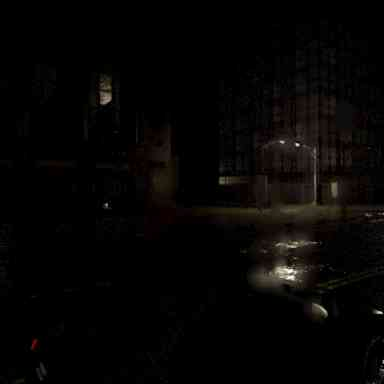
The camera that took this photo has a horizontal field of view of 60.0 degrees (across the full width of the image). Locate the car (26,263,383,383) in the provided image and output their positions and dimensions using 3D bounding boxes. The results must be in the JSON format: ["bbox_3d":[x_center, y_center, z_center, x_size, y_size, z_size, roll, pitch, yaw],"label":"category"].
[{"bbox_3d":[0.455,1.550,3.765,4.181,1.385,1.994,0,0,-35],"label":"car"}]
